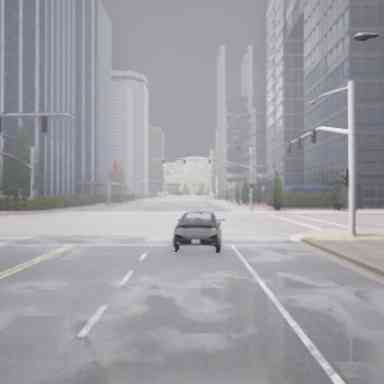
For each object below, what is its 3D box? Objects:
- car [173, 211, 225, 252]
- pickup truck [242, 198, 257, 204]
[{"bbox_3d":[0.368,1.574,14.284,2.128,1.511,4.902,0,0,6],"label":"car"},{"bbox_3d":[13.098,1.480,73.275,2.390,2.098,6.274,0,0,30],"label":"pickup truck"}]
